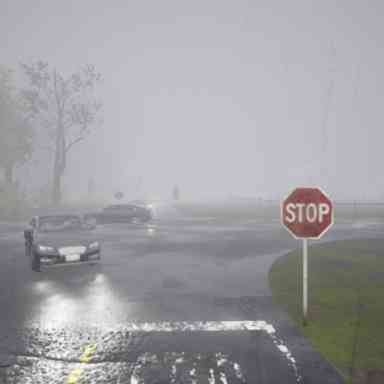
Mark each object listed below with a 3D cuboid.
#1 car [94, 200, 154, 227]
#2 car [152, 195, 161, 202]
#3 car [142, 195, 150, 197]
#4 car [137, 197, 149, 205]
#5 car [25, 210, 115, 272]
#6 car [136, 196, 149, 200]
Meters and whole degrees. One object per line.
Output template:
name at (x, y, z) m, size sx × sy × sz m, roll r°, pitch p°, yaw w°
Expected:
car at (-5.102, 1.523, 22.431) m, size 4.892 × 1.490 × 1.837 m, roll 0°, pitch 0°, yaw -3°
car at (-8.737, 1.429, 82.114) m, size 2.097 × 1.767 × 4.553 m, roll 0°, pitch 0°, yaw -7°
car at (-7.606, 1.561, 49.694) m, size 1.812 × 1.442 × 4.674 m, roll 0°, pitch 0°, yaw -7°
car at (-8.950, 1.649, 61.123) m, size 1.895 × 1.301 × 4.718 m, roll 0°, pitch 0°, yaw -7°
car at (-4.405, 1.494, 11.023) m, size 2.128 × 1.511 × 4.902 m, roll 0°, pitch 0°, yaw -30°
car at (-6.202, 1.571, 38.565) m, size 2.033 × 1.411 × 5.357 m, roll 0°, pitch 0°, yaw -7°
